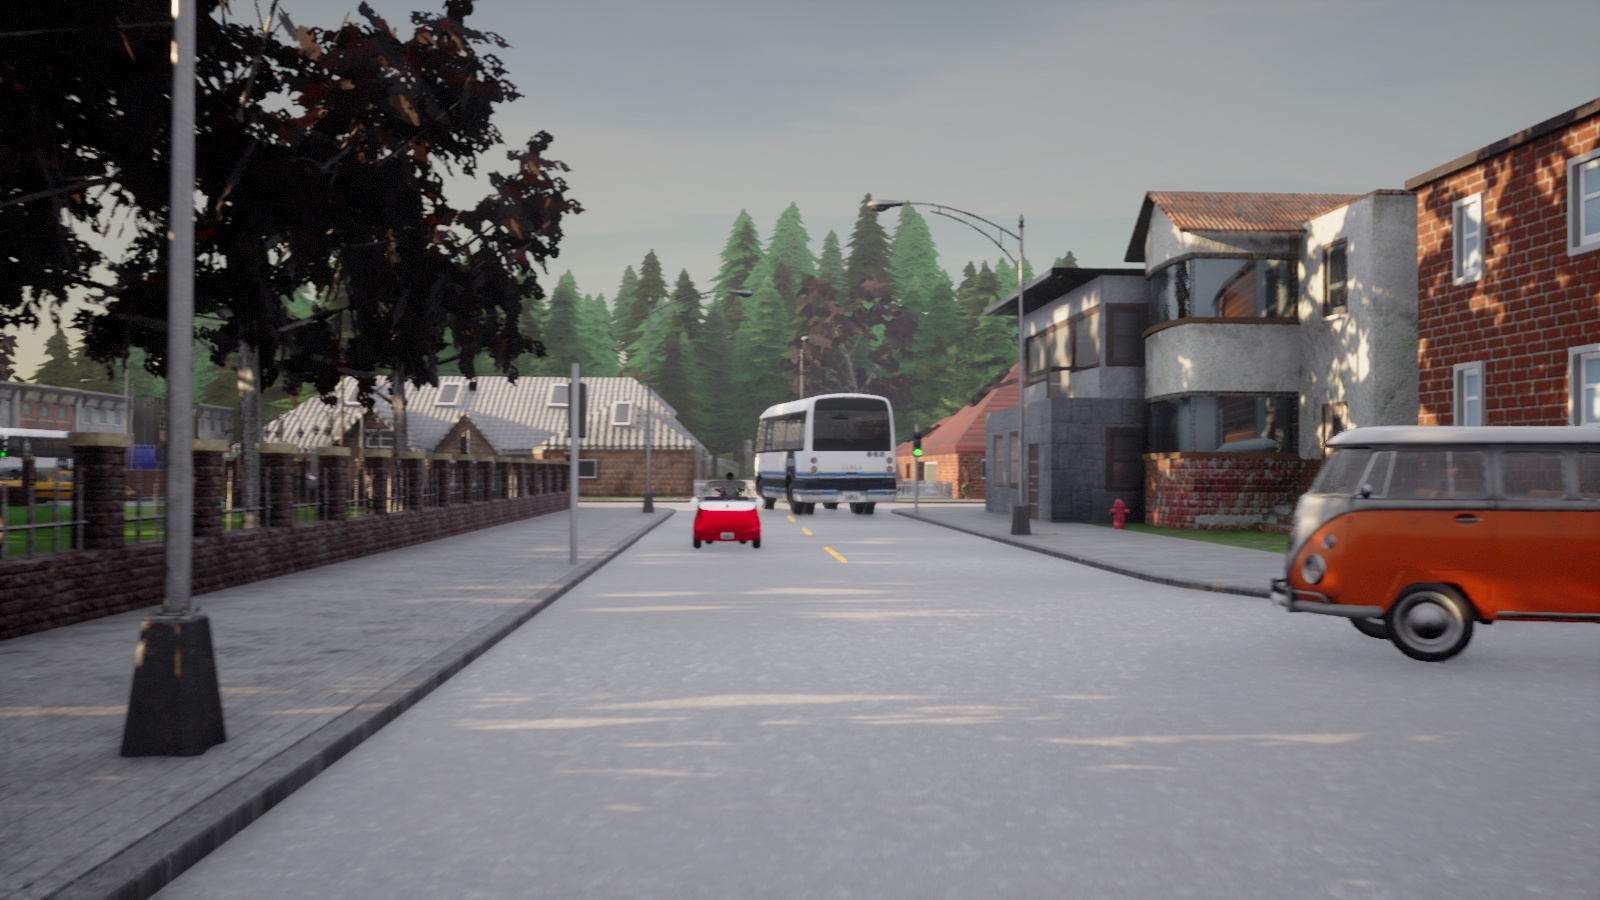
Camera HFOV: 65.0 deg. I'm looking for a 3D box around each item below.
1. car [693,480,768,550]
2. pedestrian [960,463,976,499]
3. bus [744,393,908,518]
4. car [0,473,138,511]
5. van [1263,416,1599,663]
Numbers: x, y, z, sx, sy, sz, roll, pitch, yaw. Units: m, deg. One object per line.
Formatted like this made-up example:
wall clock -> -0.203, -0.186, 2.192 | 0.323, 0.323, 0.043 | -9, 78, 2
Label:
car -> -1.458, 1.313, 26.116 | 1.481, 1.376, 2.207 | 0, -1, -4
pedestrian -> 8.661, 1.580, 64.827 | 0.703, 1.840, 0.431 | 0, -1, -5
bus -> 0.686, 0.245, 48.268 | 3.944, 4.253, 10.273 | 0, -1, -12
car -> -31.533, 1.769, 53.765 | 5.366, 1.575, 1.801 | 0, -1, -5
van -> 6.546, 0.728, 11.012 | 4.442, 1.987, 1.775 | 0, 0, 12
